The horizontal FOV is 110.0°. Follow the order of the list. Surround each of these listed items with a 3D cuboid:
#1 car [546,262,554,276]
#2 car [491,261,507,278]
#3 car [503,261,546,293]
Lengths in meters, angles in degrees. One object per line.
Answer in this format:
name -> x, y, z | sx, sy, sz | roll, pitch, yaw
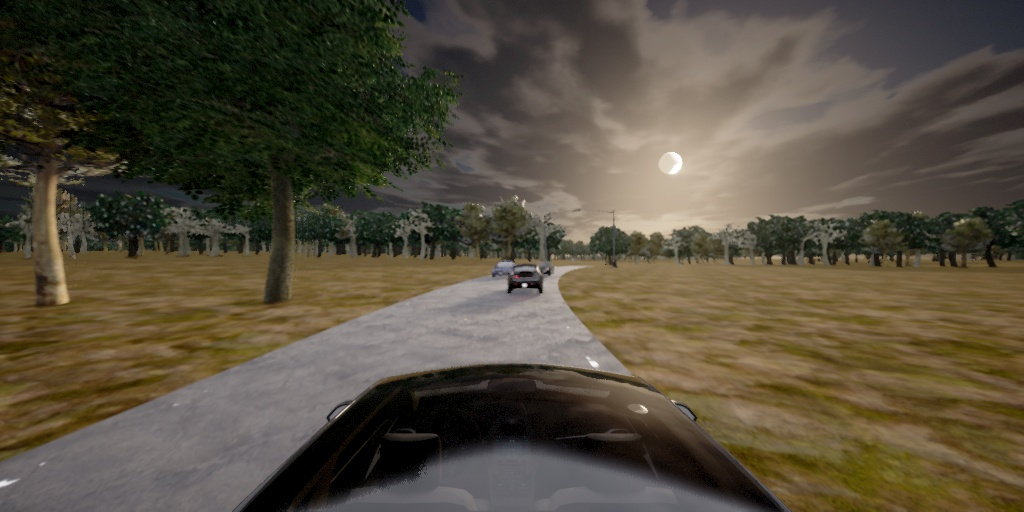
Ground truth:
car -> 3.047, 1.195, 34.869 | 1.895, 1.301, 4.718 | -1, 0, 11
car -> -0.567, 1.172, 32.256 | 1.812, 1.442, 4.674 | -1, 0, 11
car -> 0.823, 1.171, 19.916 | 1.837, 1.490, 4.892 | -1, 0, 5
